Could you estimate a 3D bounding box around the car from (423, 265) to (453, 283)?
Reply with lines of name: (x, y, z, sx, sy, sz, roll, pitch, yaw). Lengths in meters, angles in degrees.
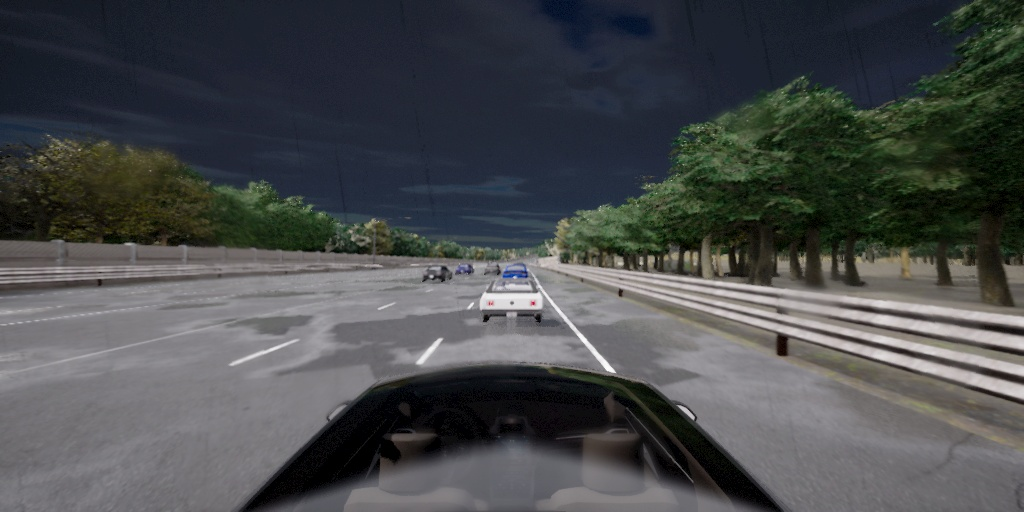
car: (-6.460, 1.516, 31.318, 1.812, 1.442, 4.674, 0, -1, 2)

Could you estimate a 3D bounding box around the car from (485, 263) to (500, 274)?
car: (-2.409, 1.676, 46.533, 2.128, 1.511, 4.902, 0, -1, 2)

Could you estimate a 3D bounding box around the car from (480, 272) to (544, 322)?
car: (0.014, 1.416, 12.592, 1.895, 1.301, 4.718, 0, 0, 0)

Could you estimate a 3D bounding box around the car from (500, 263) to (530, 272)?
car: (0.332, 1.409, 27.939, 1.882, 1.535, 5.008, 0, -1, 2)

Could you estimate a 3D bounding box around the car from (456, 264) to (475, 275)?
car: (-5.940, 1.692, 45.468, 1.812, 1.442, 4.674, 0, -1, 2)
